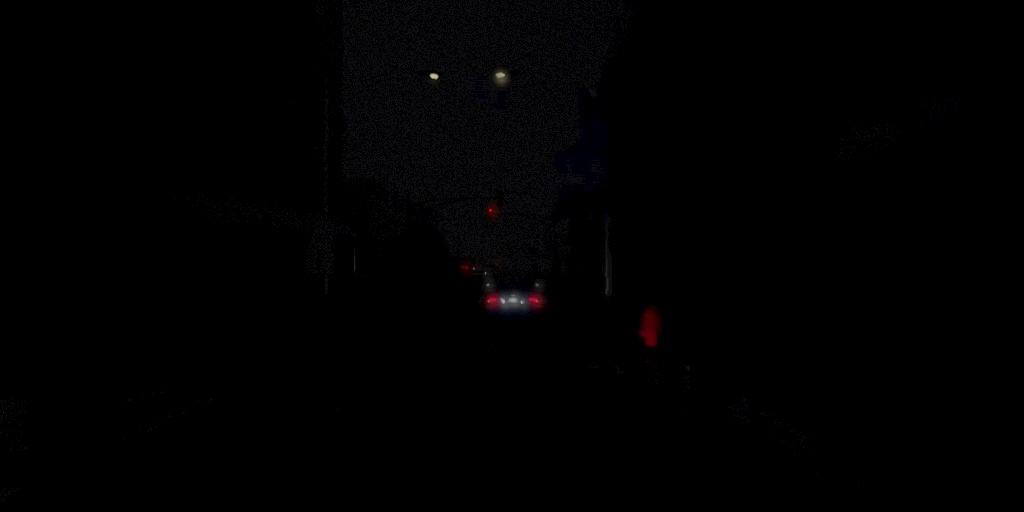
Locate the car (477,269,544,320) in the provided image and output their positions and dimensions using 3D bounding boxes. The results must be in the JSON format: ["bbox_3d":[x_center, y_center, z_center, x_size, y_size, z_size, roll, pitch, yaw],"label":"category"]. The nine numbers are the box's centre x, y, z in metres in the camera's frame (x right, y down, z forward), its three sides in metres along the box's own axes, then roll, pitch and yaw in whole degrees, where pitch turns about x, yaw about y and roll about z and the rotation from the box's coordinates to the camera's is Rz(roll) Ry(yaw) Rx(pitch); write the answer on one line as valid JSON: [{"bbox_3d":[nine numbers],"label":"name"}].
[{"bbox_3d":[0.089,1.377,12.926,2.033,1.411,5.357,0,0,0],"label":"car"}]

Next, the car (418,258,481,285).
[{"bbox_3d":[-5.115,1.188,29.097,5.566,2.045,2.150,-1,-1,31],"label":"car"}]

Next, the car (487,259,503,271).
[{"bbox_3d":[-2.809,1.414,55.248,1.882,1.535,5.008,0,0,0],"label":"car"}]
